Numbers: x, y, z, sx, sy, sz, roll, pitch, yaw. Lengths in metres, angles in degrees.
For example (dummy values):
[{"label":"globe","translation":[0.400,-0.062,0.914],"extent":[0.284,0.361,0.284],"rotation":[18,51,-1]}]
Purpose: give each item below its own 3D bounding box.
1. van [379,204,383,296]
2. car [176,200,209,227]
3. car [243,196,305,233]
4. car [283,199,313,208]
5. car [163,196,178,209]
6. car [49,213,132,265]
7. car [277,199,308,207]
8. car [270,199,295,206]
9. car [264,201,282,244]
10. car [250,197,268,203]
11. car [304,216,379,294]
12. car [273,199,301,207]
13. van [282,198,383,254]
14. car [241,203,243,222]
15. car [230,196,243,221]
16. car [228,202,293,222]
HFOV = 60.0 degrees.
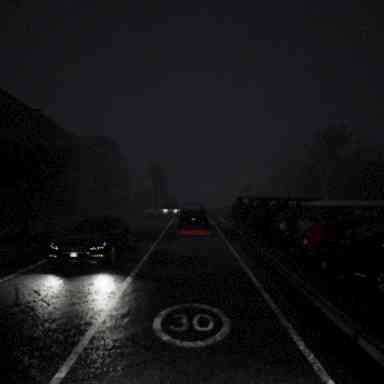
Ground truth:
[{"label":"van","translation":[5.717,1.259,5.181],"extent":[4.442,1.987,1.878],"rotation":[0,0,0]},{"label":"car","translation":[0.090,1.564,23.411],"extent":[1.882,1.535,5.008],"rotation":[0,0,0]},{"label":"car","translation":[5.616,1.273,16.393],"extent":[5.566,2.045,2.435],"rotation":[0,0,0]},{"label":"car","translation":[18.673,2.026,58.845],"extent":[4.674,1.452,2.002],"rotation":[0,-1,0]},{"label":"car","translation":[-3.344,1.679,53.202],"extent":[2.150,2.045,5.566],"rotation":[0,-1,0]},{"label":"car","translation":[-3.355,1.545,11.848],"extent":[1.837,1.490,4.892],"rotation":[0,0,0]},{"label":"car","translation":[18.682,2.026,61.994],"extent":[5.008,1.535,2.097],"rotation":[0,-1,0]},{"label":"car","translation":[18.676,2.150,68.542],"extent":[4.674,1.452,2.002],"rotation":[0,-1,0]},{"label":"car","translation":[5.558,1.386,13.591],"extent":[4.553,1.767,2.185],"rotation":[0,0,0]},{"label":"car","translation":[18.717,2.297,92.878],"extent":[4.553,1.767,2.185],"rotation":[0,-1,0]},{"label":"car","translation":[5.590,1.495,7.983],"extent":[4.892,1.521,2.231],"rotation":[0,0,0]},{"label":"car","translation":[18.672,2.069,65.267],"extent":[4.892,1.521,2.231],"rotation":[0,-1,0]},{"label":"van","translation":[5.476,1.277,10.787],"extent":[4.442,1.987,1.878],"rotation":[0,0,0]},{"label":"car","translation":[5.592,1.538,19.197],"extent":[4.892,1.521,2.231],"rotation":[0,0,0]},{"label":"car","translation":[5.614,1.324,24.803],"extent":[5.566,2.045,2.435],"rotation":[0,0,0]},{"label":"car","translation":[5.580,1.601,27.601],"extent":[4.892,1.521,2.231],"rotation":[0,-1,0]}]
